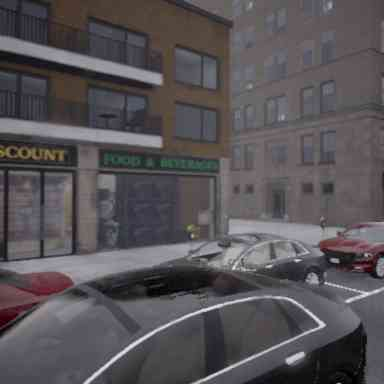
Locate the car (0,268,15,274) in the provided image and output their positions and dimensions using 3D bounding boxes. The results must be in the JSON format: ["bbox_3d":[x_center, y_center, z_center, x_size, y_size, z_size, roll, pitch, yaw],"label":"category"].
[{"bbox_3d":[-3.583,1.539,3.629,4.507,1.381,1.887,0,0,-36],"label":"car"}]

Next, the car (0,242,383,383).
[{"bbox_3d":[-0.445,1.511,2.751,4.892,1.490,1.837,0,0,-36],"label":"car"}]

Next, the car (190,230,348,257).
[{"bbox_3d":[1.039,1.578,6.933,4.403,1.369,2.008,0,0,-36],"label":"car"}]

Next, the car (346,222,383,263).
[{"bbox_3d":[5.663,1.606,10.237,4.507,1.381,1.887,0,0,-36],"label":"car"}]
